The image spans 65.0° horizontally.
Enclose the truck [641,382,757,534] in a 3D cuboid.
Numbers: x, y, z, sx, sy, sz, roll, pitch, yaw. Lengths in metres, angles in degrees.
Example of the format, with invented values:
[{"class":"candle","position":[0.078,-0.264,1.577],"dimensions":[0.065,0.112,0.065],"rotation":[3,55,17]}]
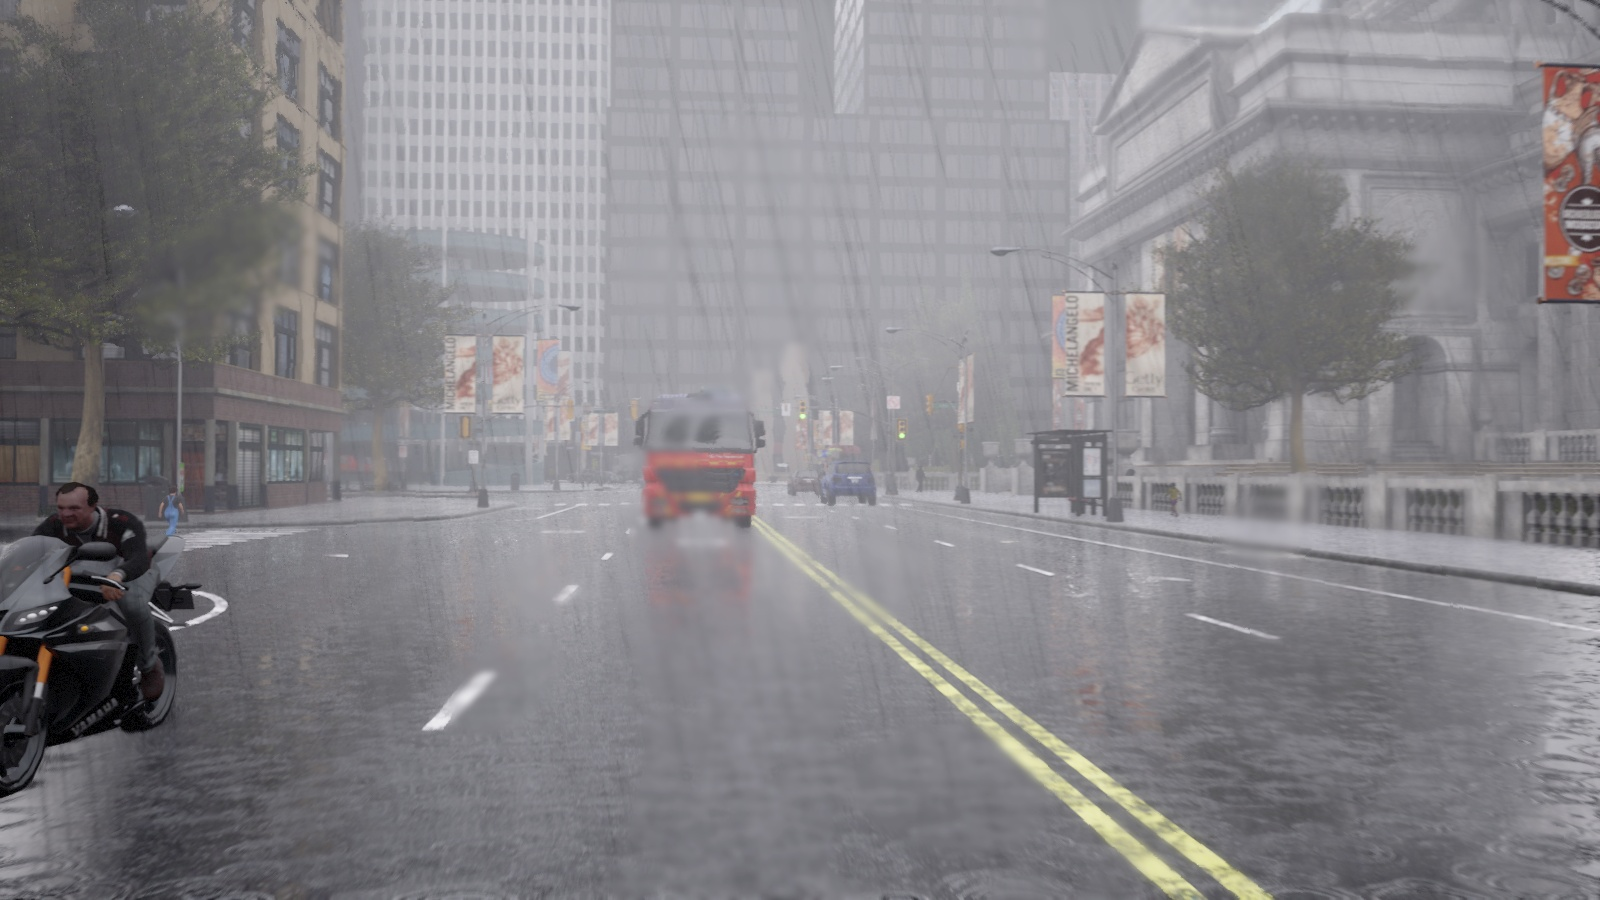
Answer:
[{"class":"truck","position":[-2.898,0.266,35.947],"dimensions":[2.891,3.827,8.468],"rotation":[0,-1,-5]}]

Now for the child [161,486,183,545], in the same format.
[{"class":"child","position":[-13.604,1.422,27.200],"dimensions":[0.270,1.263,0.437],"rotation":[0,-1,-1]}]

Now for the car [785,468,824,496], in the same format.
[{"class":"car","position":[0.255,2.025,80.811],"dimensions":[2.097,1.767,4.553],"rotation":[0,-1,-5]}]

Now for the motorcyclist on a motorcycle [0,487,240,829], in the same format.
[{"class":"motorcyclist on a motorcycle","position":[-3.891,0.983,6.817],"dimensions":[0.866,1.530,2.191],"rotation":[0,-1,-5]}]

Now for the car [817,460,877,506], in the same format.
[{"class":"car","position":[2.144,1.510,58.919],"dimensions":[2.150,2.045,5.566],"rotation":[0,-1,-5]}]

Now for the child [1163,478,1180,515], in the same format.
[{"class":"child","position":[11.720,1.459,39.613],"dimensions":[0.299,1.160,0.473],"rotation":[0,-1,-12]}]
